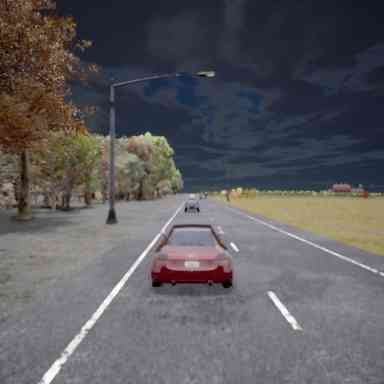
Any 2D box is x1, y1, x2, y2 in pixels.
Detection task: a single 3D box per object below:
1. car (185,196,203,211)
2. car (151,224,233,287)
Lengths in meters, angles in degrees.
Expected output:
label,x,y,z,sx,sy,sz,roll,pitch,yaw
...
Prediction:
label,x,y,z,sx,sy,sz,roll,pitch,yaw
car,0.012,1.614,41.221,2.033,1.411,5.357,0,0,0
car,0.002,1.584,9.416,1.994,1.385,4.181,0,0,0
